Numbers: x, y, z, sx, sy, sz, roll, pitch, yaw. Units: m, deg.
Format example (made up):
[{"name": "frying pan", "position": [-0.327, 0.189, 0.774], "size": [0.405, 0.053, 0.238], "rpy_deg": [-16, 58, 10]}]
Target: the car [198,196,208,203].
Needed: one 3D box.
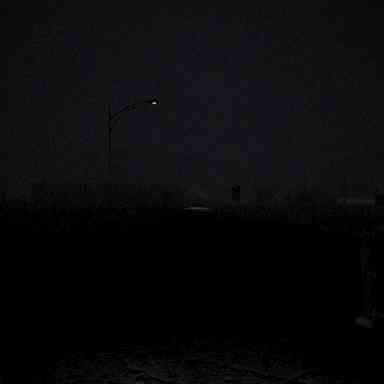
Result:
[{"name": "car", "position": [2.376, 1.485, 69.701], "size": [1.812, 1.442, 4.674], "rpy_deg": [0, 0, 4]}]

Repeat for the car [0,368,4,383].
[{"name": "car", "position": [-2.585, 1.225, 0.166], "size": [2.150, 2.045, 5.566], "rpy_deg": [0, 0, 4]}]

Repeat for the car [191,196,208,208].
[{"name": "car", "position": [0.981, 1.615, 50.123], "size": [2.033, 1.411, 5.357], "rpy_deg": [0, 0, 4]}]
